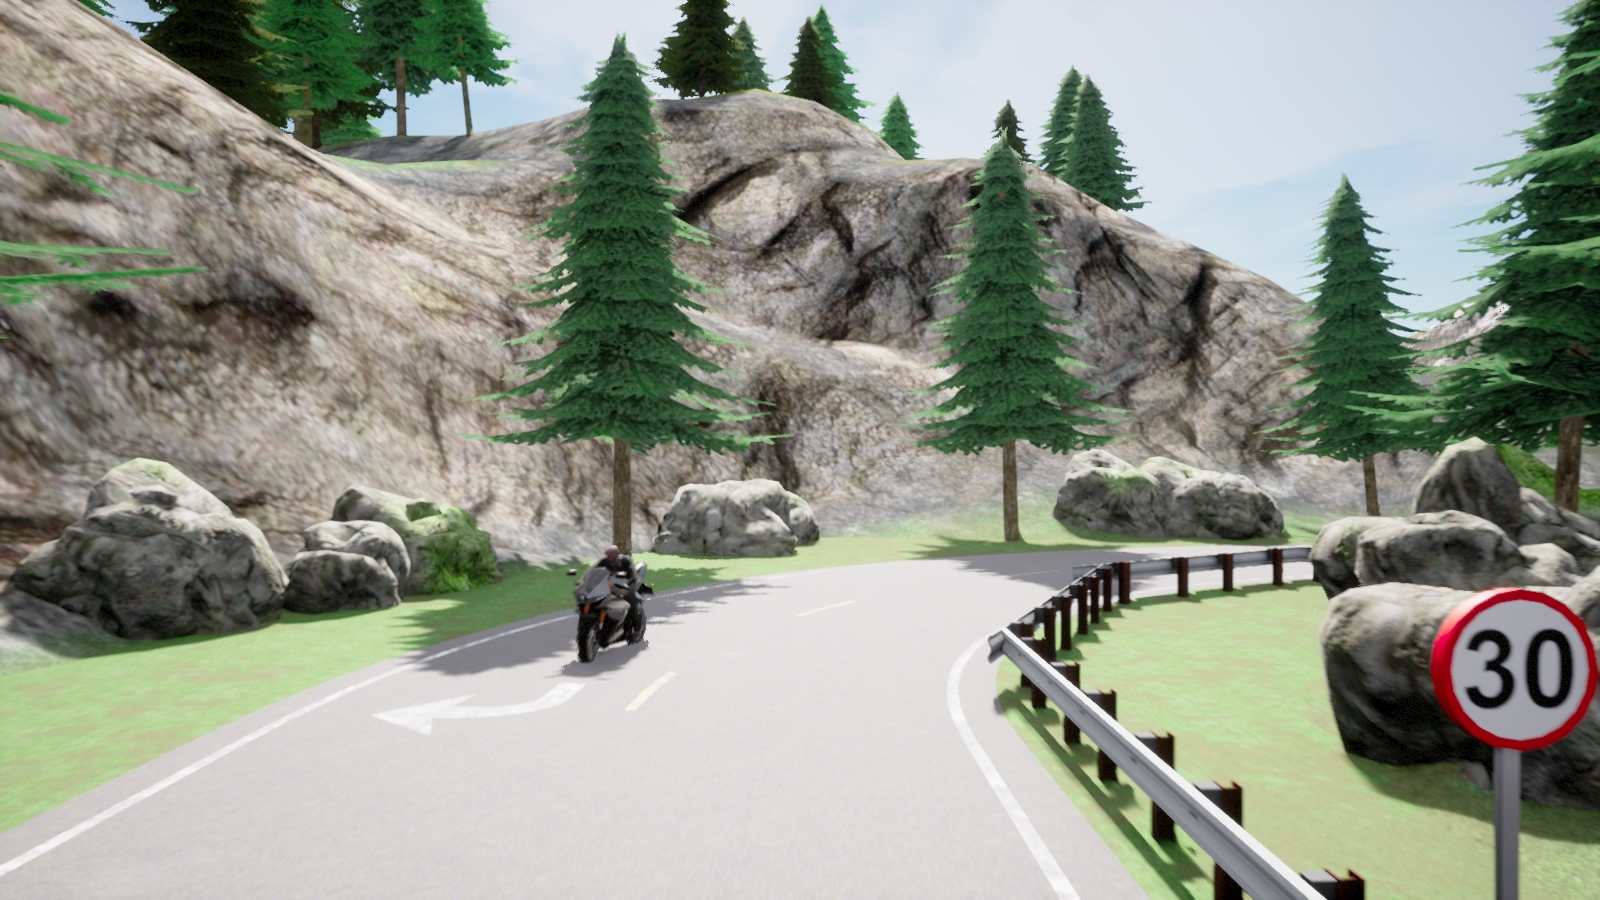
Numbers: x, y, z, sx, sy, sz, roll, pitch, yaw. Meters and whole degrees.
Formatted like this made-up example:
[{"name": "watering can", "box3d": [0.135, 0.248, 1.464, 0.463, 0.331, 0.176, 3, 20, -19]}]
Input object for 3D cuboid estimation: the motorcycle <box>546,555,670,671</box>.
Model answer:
[{"name": "motorcycle", "box3d": [-2.606, 2.199, 15.812, 0.867, 1.251, 2.209, 1, 0, 14]}]
